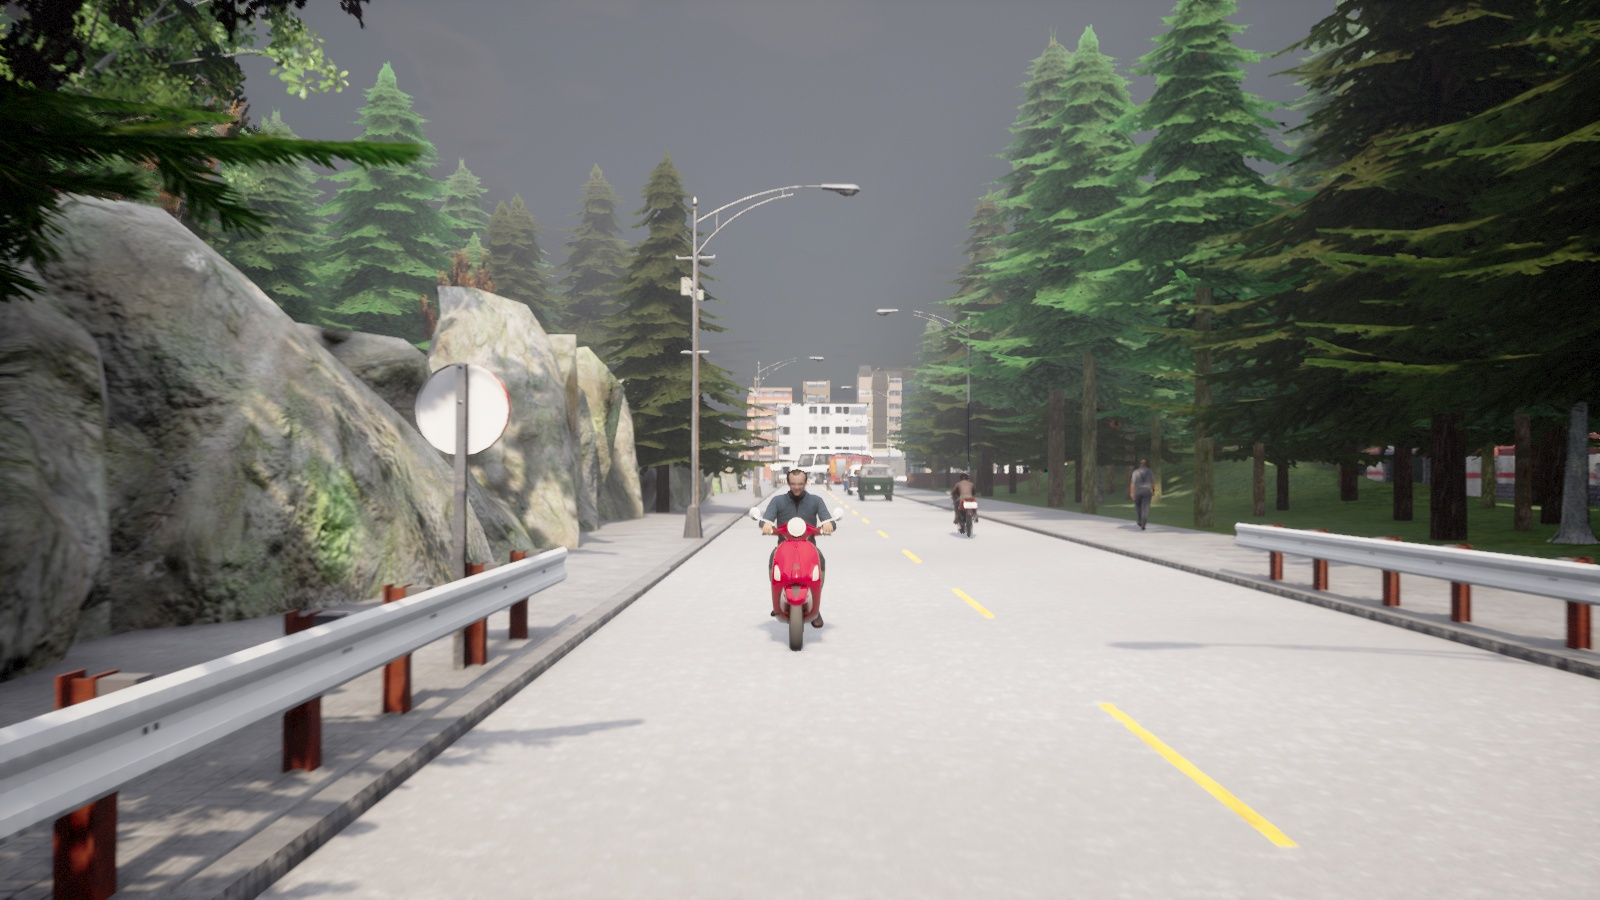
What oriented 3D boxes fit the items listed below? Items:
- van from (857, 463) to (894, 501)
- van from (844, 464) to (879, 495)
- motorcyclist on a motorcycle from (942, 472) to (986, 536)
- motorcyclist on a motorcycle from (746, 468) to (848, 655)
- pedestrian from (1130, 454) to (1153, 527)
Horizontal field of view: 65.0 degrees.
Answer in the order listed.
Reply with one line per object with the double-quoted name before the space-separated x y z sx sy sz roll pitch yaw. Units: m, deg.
"van" 4.072 1.703 68.255 1.775 1.987 4.442 0 -1 0
"van" 4.104 1.946 84.167 2.069 2.038 4.480 0 -1 0
"motorcyclist on a motorcycle" 4.004 1.300 30.753 0.797 1.523 2.044 0 -1 0
"motorcyclist on a motorcycle" -0.024 0.965 11.629 0.866 1.590 1.817 0 -1 0
"pedestrian" 8.696 1.029 31.953 0.540 1.848 0.694 0 -1 16
